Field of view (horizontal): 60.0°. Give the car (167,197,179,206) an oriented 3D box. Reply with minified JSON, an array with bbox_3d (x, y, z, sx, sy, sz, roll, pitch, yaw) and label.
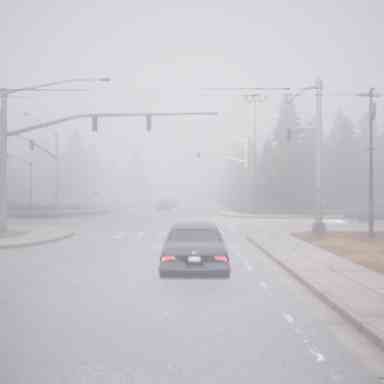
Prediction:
[{"bbox_3d":[-3.474,1.748,62.117,1.837,1.490,4.892,0,0,1],"label":"car"}]

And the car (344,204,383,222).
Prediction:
[{"bbox_3d":[14.733,1.697,27.096,4.181,1.385,1.994,0,0,1],"label":"car"}]

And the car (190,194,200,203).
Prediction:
[{"bbox_3d":[0.615,1.539,80.326,2.150,2.045,5.566,0,0,2],"label":"car"}]

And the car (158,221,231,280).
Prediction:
[{"bbox_3d":[0.071,1.586,10.080,2.033,1.411,5.357,0,0,0],"label":"car"}]

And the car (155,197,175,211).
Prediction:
[{"bbox_3d":[-3.612,1.672,42.588,1.837,1.490,4.892,0,0,0],"label":"car"}]

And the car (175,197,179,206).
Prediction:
[{"bbox_3d":[-3.590,1.696,52.240,2.128,1.511,4.902,0,0,0],"label":"car"}]
